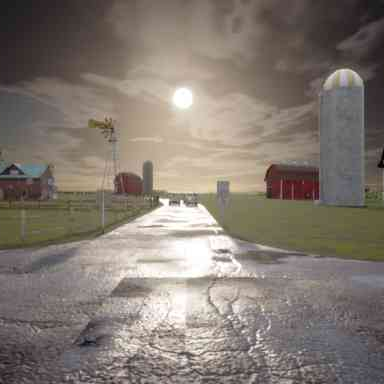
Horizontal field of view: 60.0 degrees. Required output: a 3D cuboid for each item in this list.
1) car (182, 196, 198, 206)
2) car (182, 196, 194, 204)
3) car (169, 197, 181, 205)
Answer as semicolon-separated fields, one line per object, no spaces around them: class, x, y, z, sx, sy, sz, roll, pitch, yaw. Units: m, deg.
car;-0.080;1.518;54.009;2.128;1.511;4.902;0;0;-2
car;-0.748;1.525;64.117;1.837;1.490;4.892;0;0;-6
car;-3.019;1.588;58.105;1.994;1.385;4.181;0;0;-2
